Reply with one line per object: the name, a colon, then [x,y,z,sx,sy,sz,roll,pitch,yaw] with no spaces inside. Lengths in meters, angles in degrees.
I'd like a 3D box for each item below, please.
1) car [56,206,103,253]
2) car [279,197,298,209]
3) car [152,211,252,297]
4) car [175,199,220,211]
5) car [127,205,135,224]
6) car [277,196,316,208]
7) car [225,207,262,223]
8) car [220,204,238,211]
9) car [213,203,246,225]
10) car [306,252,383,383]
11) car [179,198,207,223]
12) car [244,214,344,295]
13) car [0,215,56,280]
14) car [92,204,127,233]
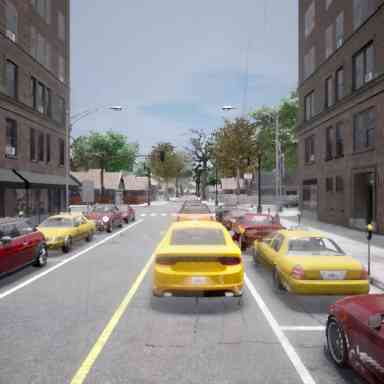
car: [-5.346,1.530,13.767,1.752,1.417,4.829,0,0,0]
car: [14.399,1.456,44.627,4.674,1.442,1.812,0,0,2]
car: [0.129,1.480,8.612,1.882,1.535,5.008,0,0,0]
car: [0.156,1.359,17.794,2.097,1.767,4.553,0,0,0]
car: [-5.310,1.593,24.975,1.802,1.307,4.206,0,0,0]
car: [14.985,1.419,47.885,4.902,1.511,2.128,0,0,0]
car: [2.680,1.550,13.914,1.887,1.381,4.507,0,0,0]
car: [2.698,1.590,19.432,1.802,1.307,4.206,0,0,0]
car: [2.716,1.577,24.950,1.947,1.339,4.313,0,0,0]
car: [2.644,1.582,2.877,1.802,1.307,4.206,0,0,0]
car: [0.085,1.365,26.636,2.097,1.767,4.553,0,0,0]
car: [2.663,1.528,8.566,1.752,1.417,4.829,0,0,0]
car: [-5.363,1.442,8.418,1.967,1.590,4.097,0,0,0]
car: [-5.327,1.448,19.456,1.967,1.590,4.097,0,0,0]
